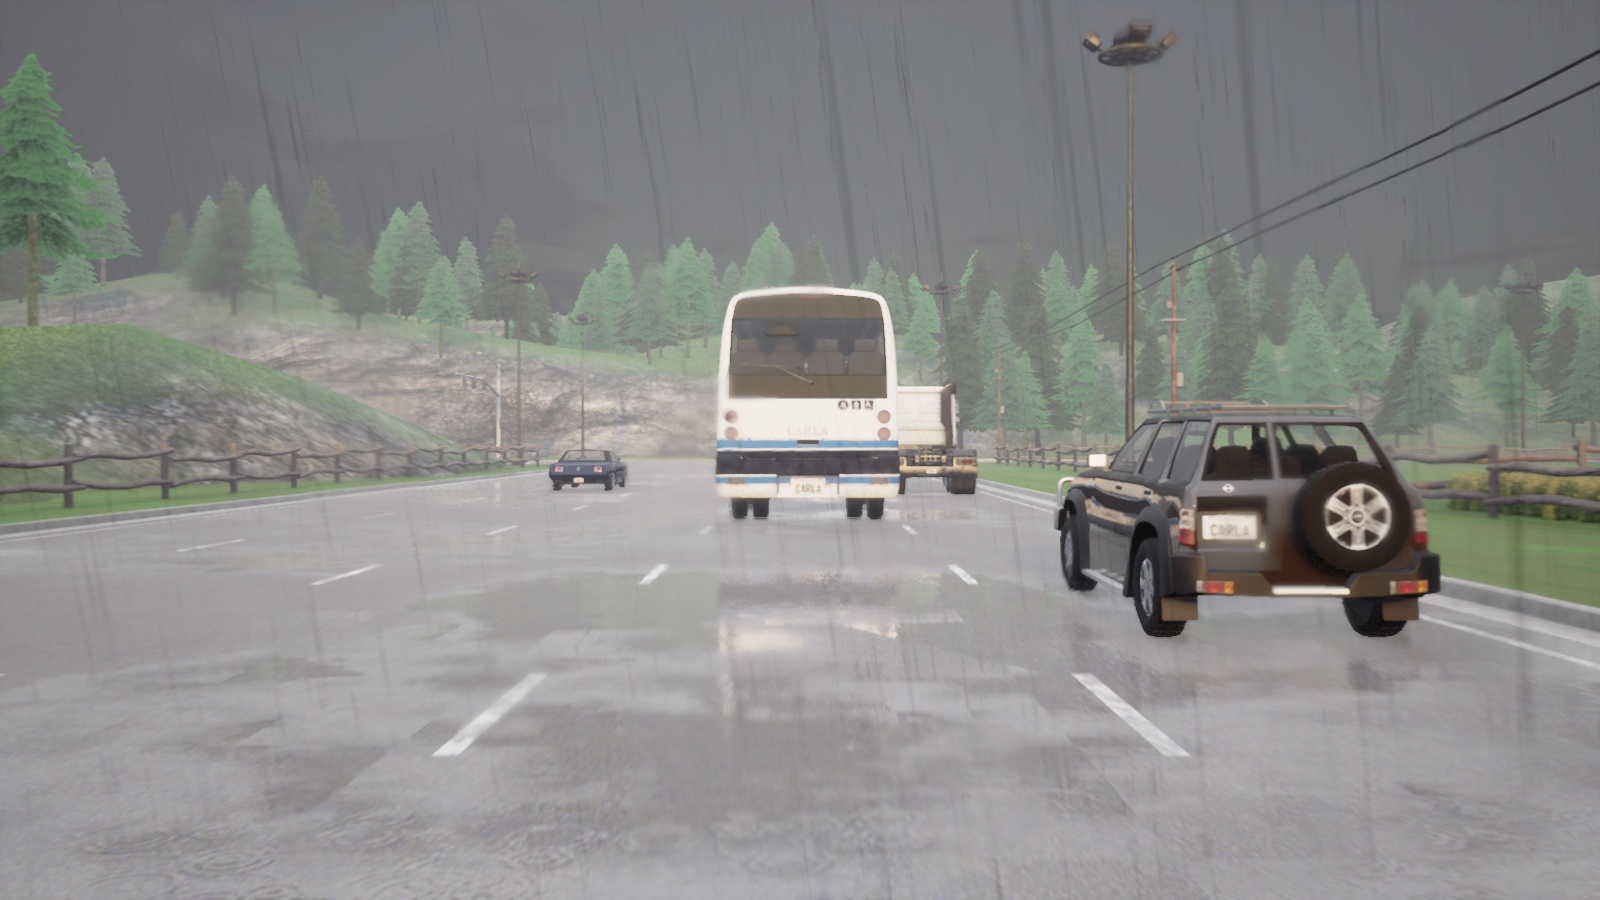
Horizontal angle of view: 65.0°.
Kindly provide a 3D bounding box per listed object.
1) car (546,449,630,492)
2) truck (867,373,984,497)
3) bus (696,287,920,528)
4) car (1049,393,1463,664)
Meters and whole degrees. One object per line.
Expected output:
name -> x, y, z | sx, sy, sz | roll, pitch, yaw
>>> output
car -> -6.759, 0.618, 40.569 | 1.895, 1.301, 4.718 | 0, 0, 0
truck -> 3.734, -0.448, 39.229 | 2.891, 3.462, 7.936 | 0, 0, 0
bus -> 0.168, -0.780, 27.272 | 3.944, 4.253, 10.273 | 0, 0, 0
car -> 3.577, 0.508, 10.902 | 1.932, 1.855, 4.605 | 0, 1, 0
